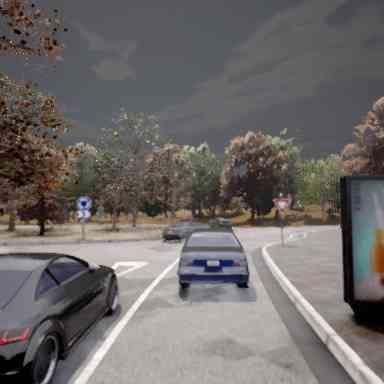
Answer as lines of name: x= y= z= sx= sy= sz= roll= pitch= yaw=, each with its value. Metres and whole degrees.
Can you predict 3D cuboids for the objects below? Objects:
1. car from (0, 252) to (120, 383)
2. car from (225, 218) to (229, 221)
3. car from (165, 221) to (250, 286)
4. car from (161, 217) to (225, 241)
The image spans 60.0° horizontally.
car: x=-2.538 y=1.640 z=5.275 sx=1.994 sy=1.385 sz=4.181 roll=0 pitch=-1 yaw=2
car: x=3.160 y=3.848 z=40.291 sx=1.837 sy=1.490 sz=4.892 roll=3 pitch=-5 yaw=-18
car: x=0.611 y=1.795 z=10.088 sx=2.033 sy=1.411 sz=5.357 roll=0 pitch=-3 yaw=3
car: x=-0.050 y=2.593 z=22.322 sx=1.994 sy=1.385 sz=4.181 roll=-3 pitch=-5 yaw=42
